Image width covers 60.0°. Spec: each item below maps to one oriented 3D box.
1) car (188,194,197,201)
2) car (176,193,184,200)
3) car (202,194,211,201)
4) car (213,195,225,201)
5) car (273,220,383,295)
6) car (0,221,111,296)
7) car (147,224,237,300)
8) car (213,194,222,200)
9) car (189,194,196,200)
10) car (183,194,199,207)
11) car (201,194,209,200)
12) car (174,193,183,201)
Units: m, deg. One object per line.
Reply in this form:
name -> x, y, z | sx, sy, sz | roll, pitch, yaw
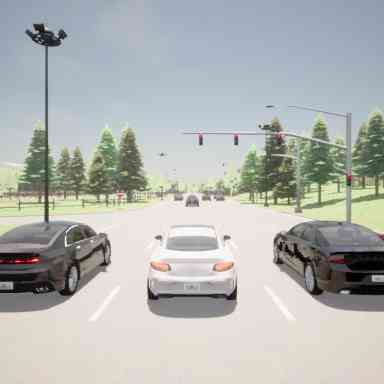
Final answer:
car -> 0.100, 1.348, 83.154 | 2.097, 1.767, 4.553 | 0, 0, 0
car -> -3.388, 1.188, 93.162 | 2.097, 1.767, 4.553 | 0, 0, 0
car -> 3.600, 1.348, 83.150 | 2.097, 1.767, 4.553 | 0, 0, 0
car -> 7.100, 1.517, 82.759 | 2.128, 1.511, 4.902 | 0, 0, 0
car -> 3.522, 1.478, 8.743 | 1.882, 1.535, 5.008 | 0, 0, 0
car -> -3.479, 1.505, 8.646 | 1.837, 1.490, 4.892 | 0, 0, 0
car -> 0.016, 1.526, 8.252 | 1.812, 1.442, 4.674 | 0, 0, 0
car -> 7.112, 1.385, 93.179 | 1.994, 1.385, 4.181 | 0, 0, 0
car -> 0.112, 1.332, 93.188 | 1.837, 1.490, 4.892 | 0, 0, 0
car -> 0.063, 1.352, 52.125 | 2.097, 1.767, 4.553 | 0, 0, 0
car -> 3.612, 1.372, 93.183 | 2.033, 1.411, 5.357 | 0, 0, 0
car -> -3.400, 1.544, 83.155 | 1.994, 1.385, 4.181 | 0, 0, 0
